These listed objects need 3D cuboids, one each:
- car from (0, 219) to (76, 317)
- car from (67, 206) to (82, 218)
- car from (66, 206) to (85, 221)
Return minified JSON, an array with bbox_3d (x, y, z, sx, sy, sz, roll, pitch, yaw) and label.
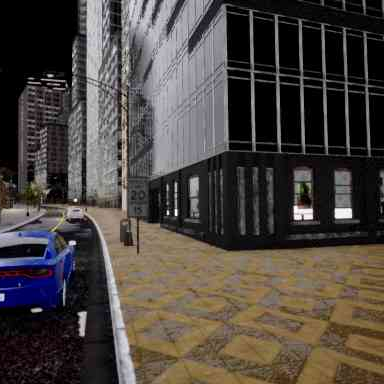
[{"bbox_3d":[-3.865,1.647,7.830,1.882,1.535,5.008,0,-2,-16],"label":"car"},{"bbox_3d":[-16.619,2.728,46.937,1.882,1.535,5.008,0,-2,-21],"label":"car"},{"bbox_3d":[-13.136,2.513,37.371,1.812,1.442,4.674,0,-2,-19],"label":"car"}]
